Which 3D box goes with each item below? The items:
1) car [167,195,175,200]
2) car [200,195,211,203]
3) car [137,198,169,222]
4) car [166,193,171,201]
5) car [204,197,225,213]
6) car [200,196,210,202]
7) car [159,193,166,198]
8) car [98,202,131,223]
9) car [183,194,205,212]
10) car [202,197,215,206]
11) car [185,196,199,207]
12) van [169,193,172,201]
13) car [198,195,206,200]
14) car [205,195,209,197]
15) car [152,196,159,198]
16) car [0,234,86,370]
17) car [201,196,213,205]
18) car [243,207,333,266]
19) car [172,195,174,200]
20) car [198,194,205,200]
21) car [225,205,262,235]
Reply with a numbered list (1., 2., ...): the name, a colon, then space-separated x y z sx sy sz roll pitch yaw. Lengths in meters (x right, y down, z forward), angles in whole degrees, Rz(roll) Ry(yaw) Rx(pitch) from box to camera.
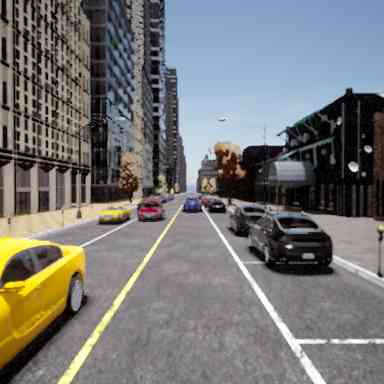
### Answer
1. car: -5.761 1.417 92.775 1.947 1.339 4.313 -1 0 0
2. car: 2.635 1.334 64.505 1.967 1.590 4.097 -1 0 0
3. car: -3.115 1.480 26.307 1.812 1.442 4.674 0 0 0
4. car: -5.710 1.458 64.555 1.947 1.339 4.313 -1 0 0
5. car: 2.656 1.505 36.285 1.947 1.339 4.313 -1 0 0
6. car: 2.633 1.451 70.149 1.947 1.339 4.313 -1 0 0
7. car: -5.704 1.350 53.267 1.967 1.590 4.097 -1 0 0
8. car: -5.685 1.482 24.876 1.752 1.417 4.829 -1 0 0
9. car: 0.057 1.289 37.937 2.097 1.767 4.553 0 0 0
10. car: 2.645 1.493 53.217 1.802 1.307 4.206 -1 0 0
11. car: 0.037 1.406 51.631 2.128 1.511 4.902 0 0 0
12. van: -5.720 1.225 70.199 1.690 1.788 3.998 -1 0 0
13. car: 2.622 1.427 87.081 1.947 1.339 4.313 -1 0 0
14. car: 2.648 1.466 47.573 1.887 1.381 4.507 -1 0 0
15. car: -5.695 1.494 41.978 1.947 1.339 4.313 -1 0 0
16. car: -3.066 1.469 4.681 1.882 1.535 5.008 0 0 1
17. car: 2.640 1.428 59.031 1.752 1.417 4.829 -1 0 0
18. car: 3.139 1.484 11.396 1.837 1.490 4.892 0 0 0
19. car: -5.734 1.426 75.843 2.008 1.369 4.403 -1 0 0
20. car: 2.617 1.293 92.725 1.967 1.590 4.097 -1 0 0
21. car: 3.134 1.473 18.397 1.837 1.490 4.892 0 0 0
